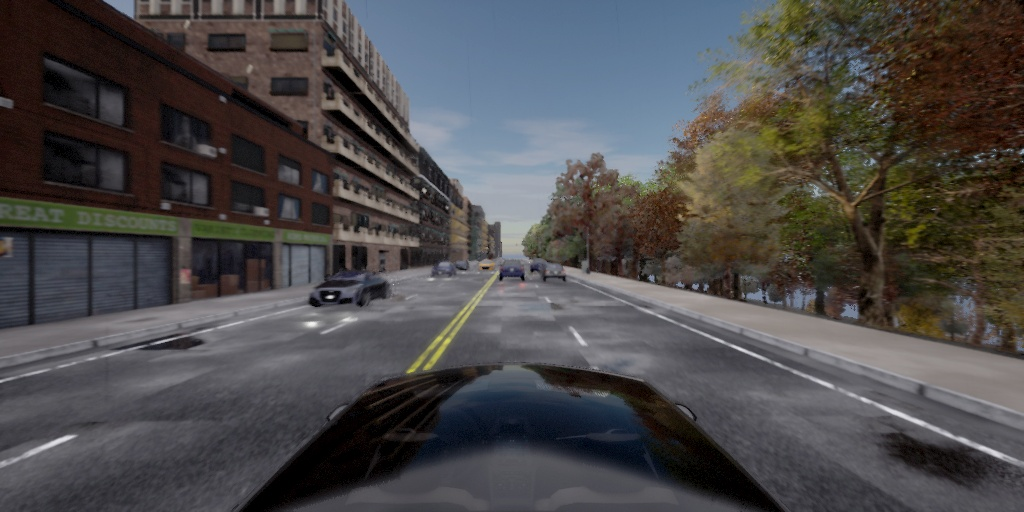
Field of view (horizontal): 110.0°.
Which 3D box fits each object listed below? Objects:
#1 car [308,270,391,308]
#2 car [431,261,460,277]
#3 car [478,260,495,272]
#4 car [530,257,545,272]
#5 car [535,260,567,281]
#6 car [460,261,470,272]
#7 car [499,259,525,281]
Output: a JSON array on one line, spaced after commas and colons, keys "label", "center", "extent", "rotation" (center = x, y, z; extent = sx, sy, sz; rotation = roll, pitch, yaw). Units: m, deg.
[{"label": "car", "center": [-6.592, 1.299, 15.000], "extent": [1.994, 1.385, 4.181], "rotation": [0, 0, 0]}, {"label": "car", "center": [-6.502, 1.257, 34.716], "extent": [1.812, 1.442, 4.674], "rotation": [0, 0, 0]}, {"label": "car", "center": [-3.253, 1.219, 46.516], "extent": [1.882, 1.535, 5.008], "rotation": [0, 0, 0]}, {"label": "car", "center": [3.293, 1.050, 44.160], "extent": [2.097, 1.767, 4.553], "rotation": [0, 0, 1]}, {"label": "car", "center": [3.249, 1.265, 29.156], "extent": [2.033, 1.411, 5.357], "rotation": [0, 0, 0]}, {"label": "car", "center": [-6.504, 1.312, 46.516], "extent": [2.033, 1.411, 5.357], "rotation": [0, 0, 0]}, {"label": "car", "center": [0.006, 1.067, 30.093], "extent": [2.097, 1.767, 4.553], "rotation": [0, 0, 0]}]
